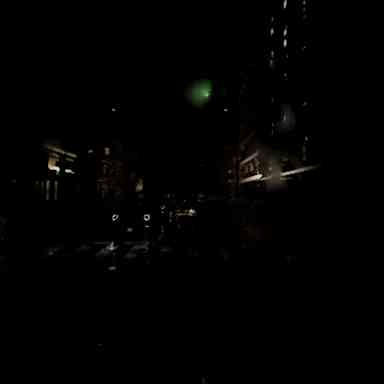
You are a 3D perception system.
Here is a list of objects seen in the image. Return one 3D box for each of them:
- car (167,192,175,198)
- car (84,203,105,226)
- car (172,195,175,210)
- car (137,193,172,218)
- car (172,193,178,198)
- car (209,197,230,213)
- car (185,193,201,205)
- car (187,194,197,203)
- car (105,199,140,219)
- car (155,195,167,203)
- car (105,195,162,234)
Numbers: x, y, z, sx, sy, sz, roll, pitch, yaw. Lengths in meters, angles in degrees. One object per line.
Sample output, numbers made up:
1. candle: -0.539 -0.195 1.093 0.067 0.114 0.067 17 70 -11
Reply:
1. car: -5.676 0.895 90.283 1.967 1.590 4.097 1 0 0
2. car: -5.754 1.410 22.050 1.887 1.381 4.507 1 0 0
3. car: -3.077 1.363 38.965 1.895 1.301 4.718 0 0 0
4. car: -3.088 1.179 28.291 2.097 1.767 4.553 0 0 0
5. car: -3.001 0.982 54.281 1.895 1.301 4.718 0 0 0
6. car: 2.704 1.235 33.479 1.967 1.590 4.097 1 0 0
7. car: -0.001 1.175 49.719 1.882 1.535 5.008 0 0 0
8. car: -0.001 1.112 60.143 1.882 1.535 5.008 0 0 0
9. car: -5.678 1.375 27.731 1.887 1.381 4.507 1 0 0
10. car: -5.678 1.206 61.852 1.802 1.307 4.206 1 0 0
11. car: -3.062 1.239 18.393 2.097 1.767 4.553 0 0 -1
